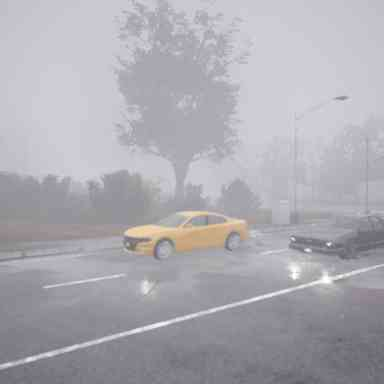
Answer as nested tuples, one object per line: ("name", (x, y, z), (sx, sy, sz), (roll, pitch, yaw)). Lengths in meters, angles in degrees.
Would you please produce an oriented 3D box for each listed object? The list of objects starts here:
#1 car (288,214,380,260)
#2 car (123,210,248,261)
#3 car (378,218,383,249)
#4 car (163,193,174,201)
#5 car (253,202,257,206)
("car", (6.021, 1.549, 12.610), (5.357, 1.411, 2.033), (0, 0, -36))
("car", (-0.106, 1.480, 12.531), (5.008, 1.535, 1.882), (0, 0, -36))
("car", (7.265, 1.479, 8.960), (5.008, 1.535, 1.882), (0, 0, -36))
("car", (-3.935, 1.196, 68.752), (2.150, 2.045, 5.566), (0, 0, -36))
("car", (9.605, 1.586, 55.027), (1.895, 1.301, 4.718), (0, 0, -33))
